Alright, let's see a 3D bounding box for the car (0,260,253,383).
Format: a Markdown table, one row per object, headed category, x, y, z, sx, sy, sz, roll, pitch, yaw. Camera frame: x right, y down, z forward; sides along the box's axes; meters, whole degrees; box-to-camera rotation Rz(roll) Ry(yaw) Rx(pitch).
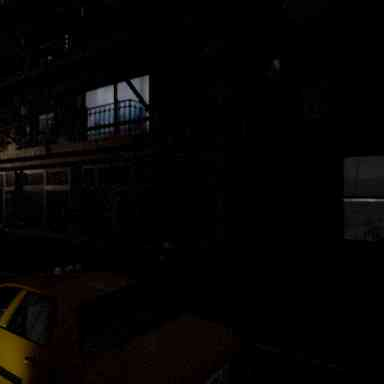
| category | x | y | z | sx | sy | sz | roll | pitch | yaw |
| --- | --- | --- | --- | --- | --- | --- | --- | --- | --- |
| car | -1.693 | 1.532 | 4.087 | 4.829 | 1.417 | 1.752 | 0 | 0 | 36 |
